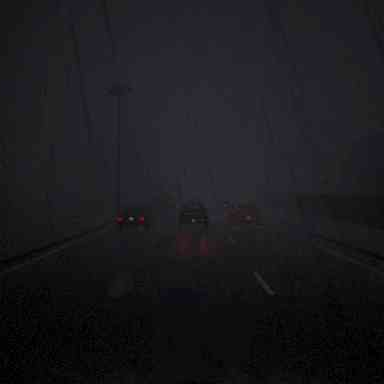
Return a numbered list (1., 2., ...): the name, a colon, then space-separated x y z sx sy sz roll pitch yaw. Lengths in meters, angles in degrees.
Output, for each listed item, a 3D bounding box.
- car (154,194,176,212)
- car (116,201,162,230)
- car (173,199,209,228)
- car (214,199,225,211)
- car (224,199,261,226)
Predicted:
1. car: -3.207 1.231 39.366 2.150 2.045 5.566 0 0 1
2. car: -3.391 1.555 21.159 2.033 1.411 5.357 0 0 1
3. car: 0.127 1.500 22.150 2.128 1.511 4.902 0 0 1
4. car: 3.808 1.577 40.868 1.994 1.385 4.181 0 0 1
5. car: 3.656 1.485 23.742 1.882 1.535 5.008 0 0 1
